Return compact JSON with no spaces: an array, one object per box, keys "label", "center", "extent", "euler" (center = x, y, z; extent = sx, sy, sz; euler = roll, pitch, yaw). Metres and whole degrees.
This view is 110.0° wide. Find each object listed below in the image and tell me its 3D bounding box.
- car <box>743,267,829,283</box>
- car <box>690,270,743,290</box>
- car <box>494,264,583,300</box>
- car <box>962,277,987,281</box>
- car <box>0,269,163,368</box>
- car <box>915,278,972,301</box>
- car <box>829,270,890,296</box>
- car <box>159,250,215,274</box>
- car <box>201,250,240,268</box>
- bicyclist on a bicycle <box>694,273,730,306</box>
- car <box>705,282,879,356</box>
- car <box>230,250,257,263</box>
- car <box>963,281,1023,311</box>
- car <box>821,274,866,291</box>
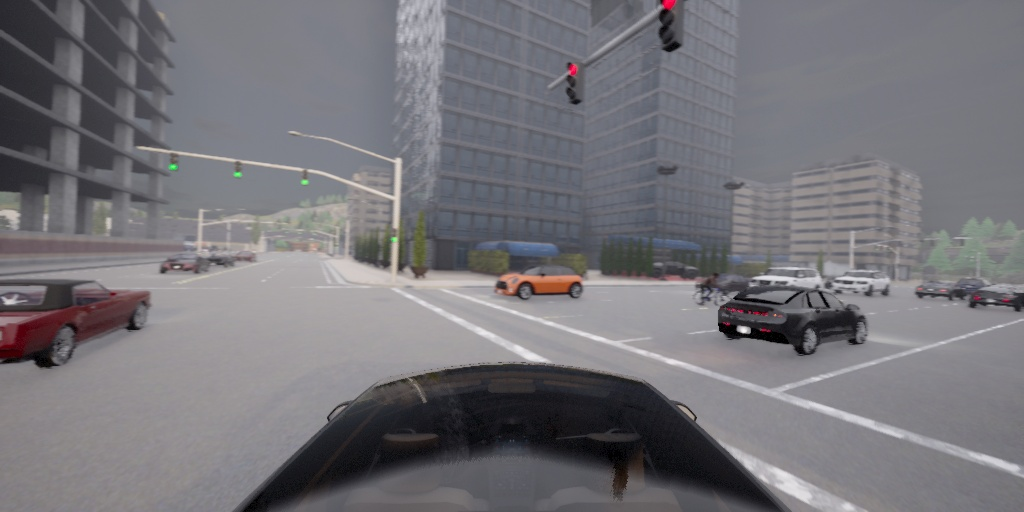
[{"label":"car","center":[18.108,1.741,23.630],"extent":[5.566,2.045,2.150],"euler":[2,0,-29]},{"label":"car","center":[15.899,1.993,26.413],"extent":[5.357,1.411,2.033],"euler":[2,0,-29]},{"label":"car","center":[1.383,1.213,18.324],"extent":[4.553,1.767,2.097],"euler":[2,0,-29]},{"label":"car","center":[43.237,2.868,33.461],"extent":[4.553,1.767,2.097],"euler":[2,0,-29]},{"label":"car","center":[-8.501,1.041,6.420],"extent":[1.895,1.301,4.718],"euler":[2,0,-29]},{"label":"car","center":[33.545,2.674,28.039],"extent":[5.357,1.411,2.033],"euler":[2,0,-29]},{"label":"car","center":[28.896,2.176,29.589],"extent":[5.566,2.045,2.150],"euler":[2,0,-28]},{"label":"car","center":[-23.134,0.511,25.506],"extent":[1.994,1.385,4.181],"euler":[2,0,-29]},{"label":"car","center":[-27.859,0.397,34.162],"extent":[1.895,1.301,4.718],"euler":[2,0,-28]},{"label":"bicyclist on a bicycle","center":[9.601,1.624,17.209],"extent":[0.582,1.620,1.656],"euler":[2,0,-42]},{"label":"car","center":[7.573,1.572,9.619],"extent":[4.892,1.490,1.837],"euler":[2,-1,-29]},{"label":"car","center":[-34.723,0.055,46.837],"extent":[1.882,1.535,5.008],"euler":[2,0,-28]},{"label":"car","center":[29.759,2.486,21.881],"extent":[4.674,1.442,1.812],"euler":[2,0,-29]},{"label":"car","center":[33.370,2.682,36.018],"extent":[4.892,1.490,1.837],"euler":[2,0,-29]}]
